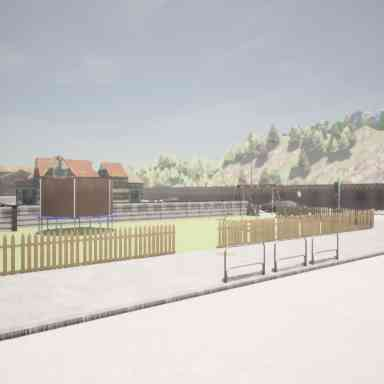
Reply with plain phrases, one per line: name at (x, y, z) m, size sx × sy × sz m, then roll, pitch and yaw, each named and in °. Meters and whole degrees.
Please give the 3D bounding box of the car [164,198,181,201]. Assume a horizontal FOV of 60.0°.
car at (-2.910, 1.564, 51.583) m, size 1.994 × 1.385 × 4.181 m, roll 0°, pitch 0°, yaw -35°

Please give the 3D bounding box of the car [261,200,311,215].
car at (9.535, 1.547, 33.981) m, size 2.033 × 1.411 × 5.357 m, roll 0°, pitch 0°, yaw -35°
